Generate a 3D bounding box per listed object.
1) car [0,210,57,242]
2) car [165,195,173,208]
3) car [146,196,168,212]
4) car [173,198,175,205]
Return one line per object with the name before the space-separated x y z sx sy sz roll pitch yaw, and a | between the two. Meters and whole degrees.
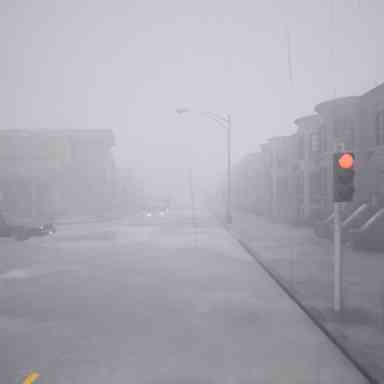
car | -9.410 1.547 15.826 5.357 1.411 2.033 0 0 -2
car | -4.160 1.505 48.619 1.837 1.490 4.892 0 0 0
car | -4.158 1.526 39.433 1.812 1.442 4.674 0 0 -1
car | -4.143 1.352 58.411 2.097 1.767 4.553 0 0 0
